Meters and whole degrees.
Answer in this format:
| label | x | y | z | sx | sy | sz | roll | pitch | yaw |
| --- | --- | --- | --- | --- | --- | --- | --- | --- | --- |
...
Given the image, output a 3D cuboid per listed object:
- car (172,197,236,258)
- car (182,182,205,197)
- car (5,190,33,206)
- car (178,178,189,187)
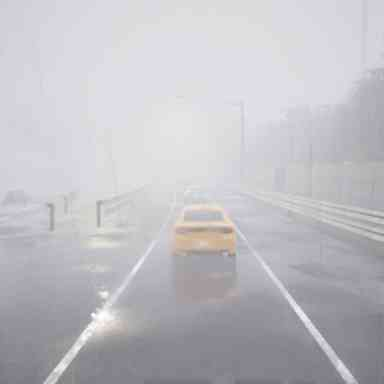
| label | x | y | z | sx | sy | sz | roll | pitch | yaw |
| --- | --- | --- | --- | --- | --- | --- | --- | --- | --- |
| car | 0.369 | 1.174 | 11.588 | 1.882 | 1.535 | 5.008 | 0 | 2 | 1 |
| car | 0.192 | 0.129 | 31.169 | 1.812 | 1.442 | 4.674 | 0 | 4 | -2 |
| car | -18.724 | 0.520 | 36.095 | 2.097 | 1.767 | 4.553 | -1 | 2 | -17 |
| car | -1.444 | -1.652 | 56.054 | 1.812 | 1.442 | 4.674 | 0 | 4 | -5 |
